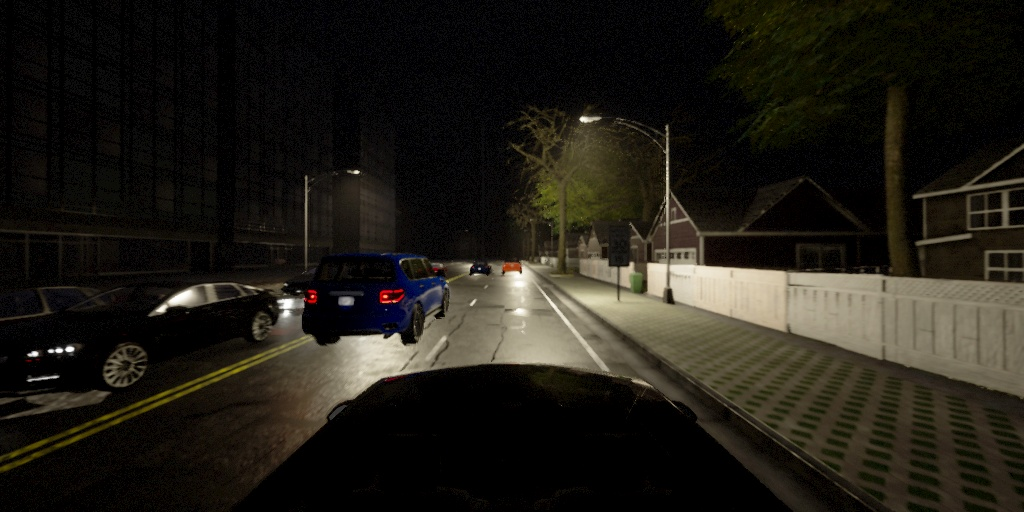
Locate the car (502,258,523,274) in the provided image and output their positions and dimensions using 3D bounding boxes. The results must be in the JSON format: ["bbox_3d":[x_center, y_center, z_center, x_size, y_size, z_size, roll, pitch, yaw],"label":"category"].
[{"bbox_3d":[0.024,0.972,37.915,2.097,1.767,4.553,0,0,0],"label":"car"}]

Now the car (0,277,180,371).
[{"bbox_3d":[-9.845,1.280,6.842,2.033,1.411,5.357,0,0,0],"label":"car"}]

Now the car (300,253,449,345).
[{"bbox_3d":[-3.145,0.942,9.488,2.150,2.045,5.566,0,0,0],"label":"car"}]

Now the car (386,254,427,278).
[{"bbox_3d":[-9.802,0.852,33.892,2.150,2.045,5.566,0,1,0],"label":"car"}]

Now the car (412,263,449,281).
[{"bbox_3d":[-6.570,1.250,29.378,1.895,1.301,4.718,0,0,0],"label":"car"}]

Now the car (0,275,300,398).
[{"bbox_3d":[-6.594,1.223,6.780,2.128,1.511,4.902,0,0,0],"label":"car"}]

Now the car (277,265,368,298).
[{"bbox_3d":[-9.833,1.234,19.212,2.033,1.411,5.357,0,0,0],"label":"car"}]

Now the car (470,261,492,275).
[{"bbox_3d":[-3.127,1.190,36.474,1.994,1.385,4.181,0,0,0],"label":"car"}]
